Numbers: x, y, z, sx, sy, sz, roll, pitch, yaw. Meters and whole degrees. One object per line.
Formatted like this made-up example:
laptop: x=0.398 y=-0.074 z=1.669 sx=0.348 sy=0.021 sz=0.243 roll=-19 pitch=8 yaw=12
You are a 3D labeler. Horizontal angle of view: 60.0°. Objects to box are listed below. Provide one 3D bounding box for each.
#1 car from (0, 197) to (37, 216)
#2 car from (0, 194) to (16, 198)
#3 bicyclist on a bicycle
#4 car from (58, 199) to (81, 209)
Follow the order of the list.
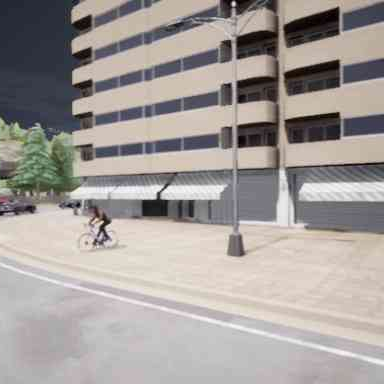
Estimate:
car: x=-17.800 y=1.594 z=33.853 sx=2.033 sy=1.411 sz=5.357 roll=0 pitch=0 yaw=-1
car: x=-21.065 y=1.285 z=37.527 sx=2.150 sy=2.045 sz=5.566 roll=-1 pitch=0 yaw=4
bicyclist on a bicycle: x=-3.299 y=1.292 z=11.759 sx=0.582 sy=1.620 sz=1.656 roll=0 pitch=0 yaw=40
car: x=-15.921 y=1.600 z=45.398 sx=1.895 sy=1.301 sz=4.718 roll=0 pitch=0 yaw=21
